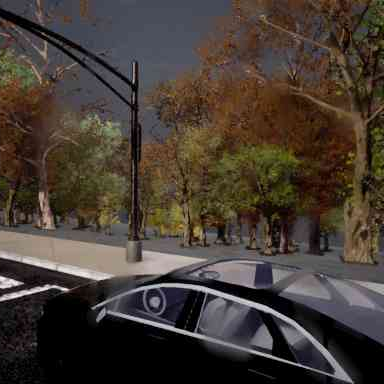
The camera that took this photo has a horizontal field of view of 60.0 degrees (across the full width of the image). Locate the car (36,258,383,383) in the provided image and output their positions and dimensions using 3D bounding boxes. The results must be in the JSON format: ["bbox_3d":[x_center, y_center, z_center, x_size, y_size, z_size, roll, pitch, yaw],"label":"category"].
[{"bbox_3d":[0.246,1.491,3.497,4.902,1.511,2.128,0,0,37],"label":"car"}]
